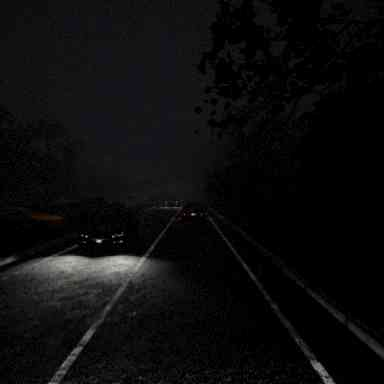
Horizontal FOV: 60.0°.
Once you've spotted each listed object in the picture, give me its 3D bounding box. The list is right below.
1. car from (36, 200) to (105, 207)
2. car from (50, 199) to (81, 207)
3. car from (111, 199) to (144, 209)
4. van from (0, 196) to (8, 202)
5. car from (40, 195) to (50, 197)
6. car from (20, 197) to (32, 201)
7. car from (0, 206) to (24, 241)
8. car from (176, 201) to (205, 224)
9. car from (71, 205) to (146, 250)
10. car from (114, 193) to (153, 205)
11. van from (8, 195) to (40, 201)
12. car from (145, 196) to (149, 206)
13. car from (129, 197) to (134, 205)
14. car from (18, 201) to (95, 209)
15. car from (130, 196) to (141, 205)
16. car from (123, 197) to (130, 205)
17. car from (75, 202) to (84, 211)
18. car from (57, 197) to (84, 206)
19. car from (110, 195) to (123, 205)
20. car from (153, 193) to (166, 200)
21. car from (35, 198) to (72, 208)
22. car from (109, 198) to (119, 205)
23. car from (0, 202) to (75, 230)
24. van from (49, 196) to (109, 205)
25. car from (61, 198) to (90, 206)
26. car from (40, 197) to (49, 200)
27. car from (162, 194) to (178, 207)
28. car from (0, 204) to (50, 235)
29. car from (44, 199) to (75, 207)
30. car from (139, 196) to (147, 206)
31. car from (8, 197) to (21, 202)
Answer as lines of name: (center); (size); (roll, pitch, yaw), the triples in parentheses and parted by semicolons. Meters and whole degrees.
car: (-10.243, 1.628, 28.027); (4.792, 1.488, 2.163); (0, 0, 0)
car: (-23.285, 1.972, 61.350); (4.792, 1.488, 2.163); (0, -1, 0)
car: (-10.250, 1.832, 53.001); (4.892, 1.521, 2.231); (0, -1, 0)
van: (-23.234, 1.416, 36.448); (4.442, 1.987, 1.878); (0, 0, 0)
car: (-23.355, 1.541, 50.275); (5.566, 2.045, 2.435); (0, -1, 0)
car: (-23.365, 1.715, 41.838); (4.792, 1.488, 2.163); (0, -1, 0)
car: (-10.282, 1.532, 14.147); (4.892, 1.521, 2.231); (0, 0, 0)
car: (0.079, 1.641, 25.982); (2.033, 1.411, 5.357); (0, 0, 0)
car: (-3.358, 1.534, 14.430); (1.837, 1.490, 4.892); (0, 0, 0)
car: (-10.266, 1.655, 58.557); (5.566, 2.045, 2.435); (0, -1, 0)
van: (-23.450, 1.491, 44.612); (4.442, 1.987, 1.878); (0, -1, 0)
car: (-10.426, 1.866, 55.778); (5.366, 1.575, 1.946); (0, -1, 0)
car: (-10.442, 1.685, 41.901); (5.366, 1.575, 1.946); (0, -1, 0)
car: (-10.246, 1.615, 25.251); (4.792, 1.488, 2.163); (0, 0, 0)
car: (-10.068, 1.715, 44.553); (5.366, 1.575, 1.946); (0, -1, 0)
car: (-10.253, 1.663, 39.133); (4.892, 1.521, 2.231); (0, -1, 0)
car: (-10.249, 1.601, 22.475); (4.792, 1.488, 2.163); (0, 0, 0)
car: (-23.342, 1.853, 63.998); (4.553, 1.767, 2.185); (0, -1, 0)
car: (-10.294, 1.517, 36.354); (4.553, 1.767, 2.185); (0, 0, 0)
car: (-10.431, 1.632, 93.922); (4.792, 1.488, 2.163); (0, 0, 0)
car: (-23.135, 1.864, 55.811); (5.366, 1.575, 1.946); (0, -1, 0)
car: (-10.295, 1.656, 33.580); (4.792, 1.488, 2.163); (0, 0, 0)
car: (-10.096, 1.555, 19.699); (5.366, 1.575, 1.946); (0, 0, 0)
van: (-10.386, 1.387, 30.805); (4.442, 1.987, 1.878); (0, 0, 0)
car: (-23.303, 2.016, 66.767); (5.008, 1.535, 2.097); (0, -1, 0)
car: (-23.301, 1.784, 47.502); (4.792, 1.488, 2.163); (0, -1, 0)
car: (-3.440, 1.680, 57.526); (2.097, 1.767, 4.553); (0, -1, 0)
car: (-10.291, 1.545, 16.923); (4.892, 1.521, 2.231); (0, 0, 0)
car: (-23.314, 1.945, 58.580); (4.674, 1.452, 2.002); (0, -1, 0)
car: (-10.061, 1.790, 50.226); (5.366, 1.575, 1.946); (0, -1, 0)
car: (-23.368, 1.690, 39.199); (4.792, 1.488, 2.163); (0, 0, 0)
